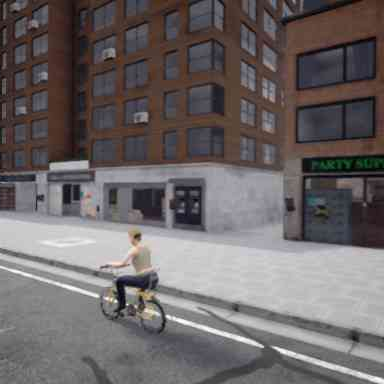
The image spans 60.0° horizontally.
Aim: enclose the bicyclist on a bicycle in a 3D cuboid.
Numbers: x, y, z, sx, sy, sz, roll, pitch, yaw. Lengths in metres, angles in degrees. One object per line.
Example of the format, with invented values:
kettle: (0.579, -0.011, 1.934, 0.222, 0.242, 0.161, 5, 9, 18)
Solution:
bicyclist on a bicycle: (-0.995, 1.389, 5.392, 1.509, 1.612, 0.866, 1, 0, 35)
